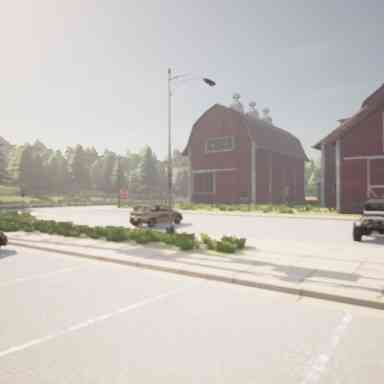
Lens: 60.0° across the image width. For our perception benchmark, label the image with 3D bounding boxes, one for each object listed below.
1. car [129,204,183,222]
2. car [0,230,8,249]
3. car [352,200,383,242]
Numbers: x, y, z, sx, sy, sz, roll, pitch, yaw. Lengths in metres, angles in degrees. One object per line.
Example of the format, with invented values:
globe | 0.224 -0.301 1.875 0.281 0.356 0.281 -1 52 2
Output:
car | -2.425 1.575 23.088 1.816 1.474 4.193 0 0 36
car | -8.886 1.587 11.899 1.784 1.438 3.905 0 0 36
car | 8.906 1.318 15.761 1.905 1.878 3.866 0 0 36
